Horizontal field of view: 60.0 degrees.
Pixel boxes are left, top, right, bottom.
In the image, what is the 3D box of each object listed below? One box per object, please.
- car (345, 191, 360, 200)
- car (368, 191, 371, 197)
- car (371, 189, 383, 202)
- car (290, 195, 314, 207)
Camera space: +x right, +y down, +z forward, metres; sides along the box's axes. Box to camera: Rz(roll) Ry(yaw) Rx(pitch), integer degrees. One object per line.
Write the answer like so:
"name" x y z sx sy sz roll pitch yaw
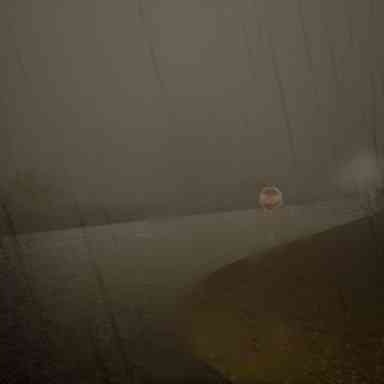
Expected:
"car" 31.335 0.665 64.912 1.882 1.535 5.008 -1 0 38
"car" 44.774 0.370 81.819 2.128 1.511 4.902 -1 0 38
"car" 30.387 0.486 53.060 2.150 2.045 5.566 0 1 34
"car" 14.596 1.098 43.851 2.128 1.511 4.902 -1 0 38
